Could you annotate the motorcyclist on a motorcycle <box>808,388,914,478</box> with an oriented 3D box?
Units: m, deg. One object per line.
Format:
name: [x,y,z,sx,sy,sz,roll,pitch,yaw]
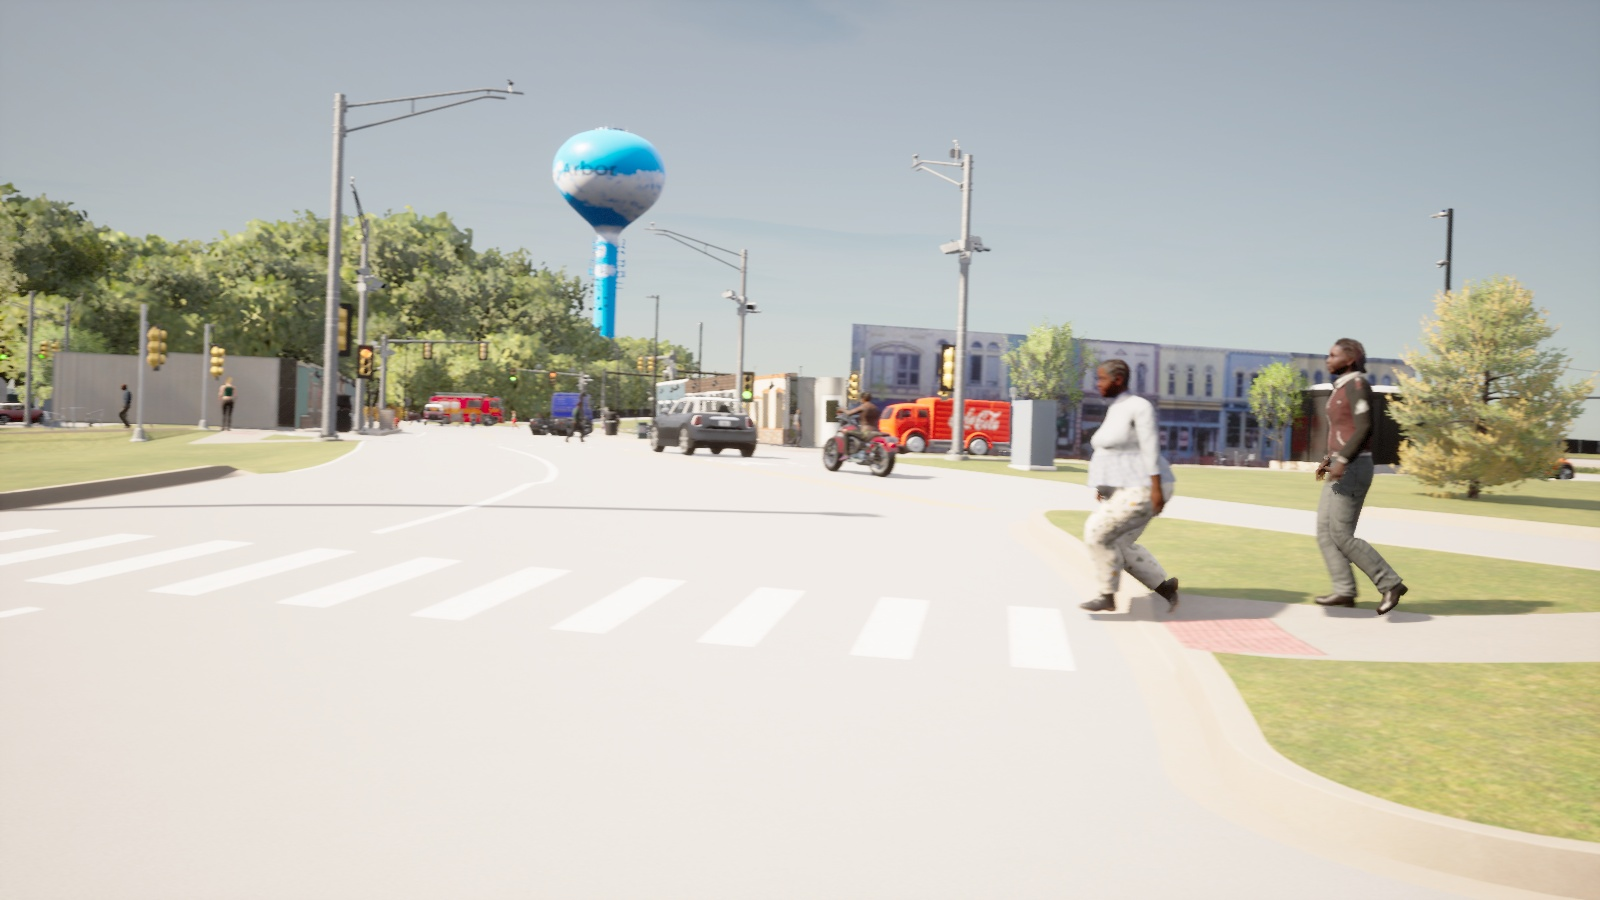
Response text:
motorcyclist on a motorcycle: [1.151,-0.344,24.246,0.766,1.649,2.350,0,2,-33]

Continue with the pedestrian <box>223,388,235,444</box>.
pedestrian: [-18.885,-1.123,41.541,0.345,1.836,0.594,1,0,-25]

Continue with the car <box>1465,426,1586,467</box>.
car: [32.419,-0.158,56.143,4.553,1.767,2.097,1,0,-16]

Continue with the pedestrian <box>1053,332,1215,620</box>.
pedestrian: [2.256,0.163,8.593,0.900,1.855,0.874,1,0,5]

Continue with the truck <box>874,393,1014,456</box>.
truck: [5.981,-1.026,52.557,5.204,2.467,2.627,1,0,-14]

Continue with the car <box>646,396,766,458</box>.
car: [-2.503,-0.595,32.476,1.970,1.475,3.806,1,1,-23]

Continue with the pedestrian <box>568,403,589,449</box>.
pedestrian: [-9.486,-1.006,53.750,0.788,1.949,0.423,1,0,-18]

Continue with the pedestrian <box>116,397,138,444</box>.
pedestrian: [-26.342,-1.152,49.153,0.726,1.835,0.370,1,0,-26]

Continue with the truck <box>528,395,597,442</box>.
truck: [-18.298,-2.416,97.189,2.891,3.462,7.936,0,1,7]

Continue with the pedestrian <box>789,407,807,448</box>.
pedestrian: [-0.089,-1.021,57.175,0.694,1.848,0.540,1,0,-9]

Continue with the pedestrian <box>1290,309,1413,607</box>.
pedestrian: [3.674,0.047,8.397,0.666,1.930,0.402,1,0,14]
